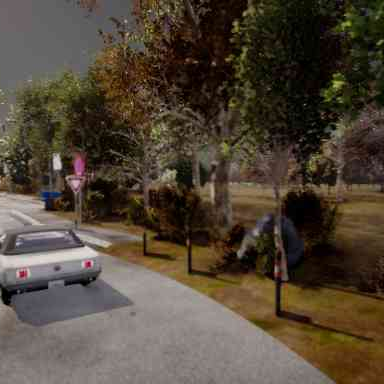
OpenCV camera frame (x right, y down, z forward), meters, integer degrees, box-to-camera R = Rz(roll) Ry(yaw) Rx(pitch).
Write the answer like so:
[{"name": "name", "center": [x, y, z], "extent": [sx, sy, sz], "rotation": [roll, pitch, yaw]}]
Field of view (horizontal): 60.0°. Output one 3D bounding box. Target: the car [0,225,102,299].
[{"name": "car", "center": [-3.945, 1.504, 8.446], "extent": [1.895, 1.301, 4.718], "rotation": [-2, 2, -34]}]
